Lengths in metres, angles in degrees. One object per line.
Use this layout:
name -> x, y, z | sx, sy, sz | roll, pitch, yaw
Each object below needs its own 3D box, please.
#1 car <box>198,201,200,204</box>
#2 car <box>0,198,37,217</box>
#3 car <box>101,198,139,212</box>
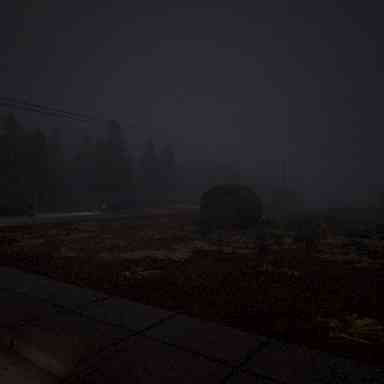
car -> 2.935, 1.552, 54.469 | 1.812, 1.442, 4.674 | 0, 0, 37
car -> -16.081, 1.379, 28.962 | 2.097, 1.767, 4.553 | 0, 0, 37
car -> -8.427, 1.519, 39.282 | 2.128, 1.511, 4.902 | 0, 0, 37
